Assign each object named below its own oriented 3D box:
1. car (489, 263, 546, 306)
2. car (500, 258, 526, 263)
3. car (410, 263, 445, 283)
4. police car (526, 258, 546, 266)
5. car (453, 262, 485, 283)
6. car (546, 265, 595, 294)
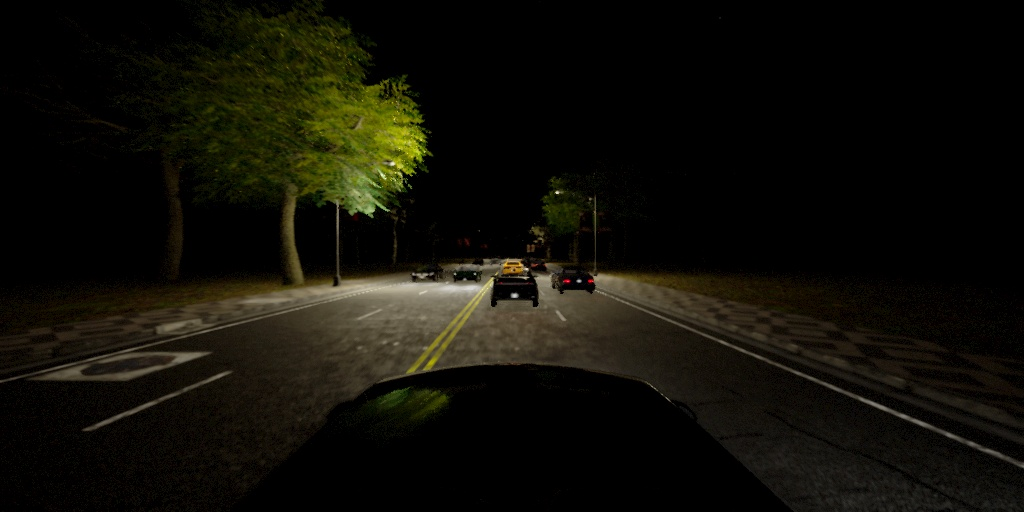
[{"bbox_3d":[0.101,1.246,15.665,2.128,1.511,4.902,0,0,0],"label":"car"},{"bbox_3d":[0.101,1.244,35.652,1.882,1.535,5.008,0,0,0],"label":"car"},{"bbox_3d":[-6.594,1.287,28.628,1.812,1.442,4.674,0,0,0],"label":"car"},{"bbox_3d":[3.252,1.277,44.635,2.038,1.542,4.974,0,0,0],"label":"police car"},{"bbox_3d":[-3.343,1.362,27.713,1.895,1.301,4.718,0,0,0],"label":"car"},{"bbox_3d":[3.351,1.303,20.423,2.033,1.411,5.357,0,0,0],"label":"car"}]
